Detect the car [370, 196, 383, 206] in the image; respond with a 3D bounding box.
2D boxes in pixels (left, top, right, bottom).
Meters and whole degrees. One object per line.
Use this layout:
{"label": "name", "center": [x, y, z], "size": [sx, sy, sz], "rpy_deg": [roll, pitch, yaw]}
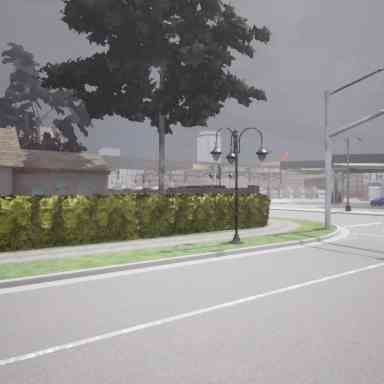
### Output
{"label": "car", "center": [28.512, 1.295, 48.482], "size": [2.242, 1.667, 4.611], "rpy_deg": [0, 0, -35]}
